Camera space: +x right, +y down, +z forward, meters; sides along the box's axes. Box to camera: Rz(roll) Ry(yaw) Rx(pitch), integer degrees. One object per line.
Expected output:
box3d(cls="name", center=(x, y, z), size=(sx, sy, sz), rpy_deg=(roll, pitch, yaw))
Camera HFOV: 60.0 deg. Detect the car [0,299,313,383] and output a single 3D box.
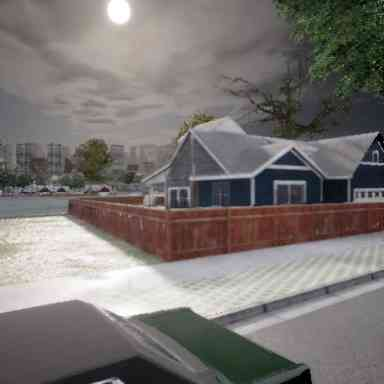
box3d(cls="car", center=(-1.423, 1.601, 2.053), size=(4.718, 1.301, 1.895), rpy_deg=(0, 0, -35))
